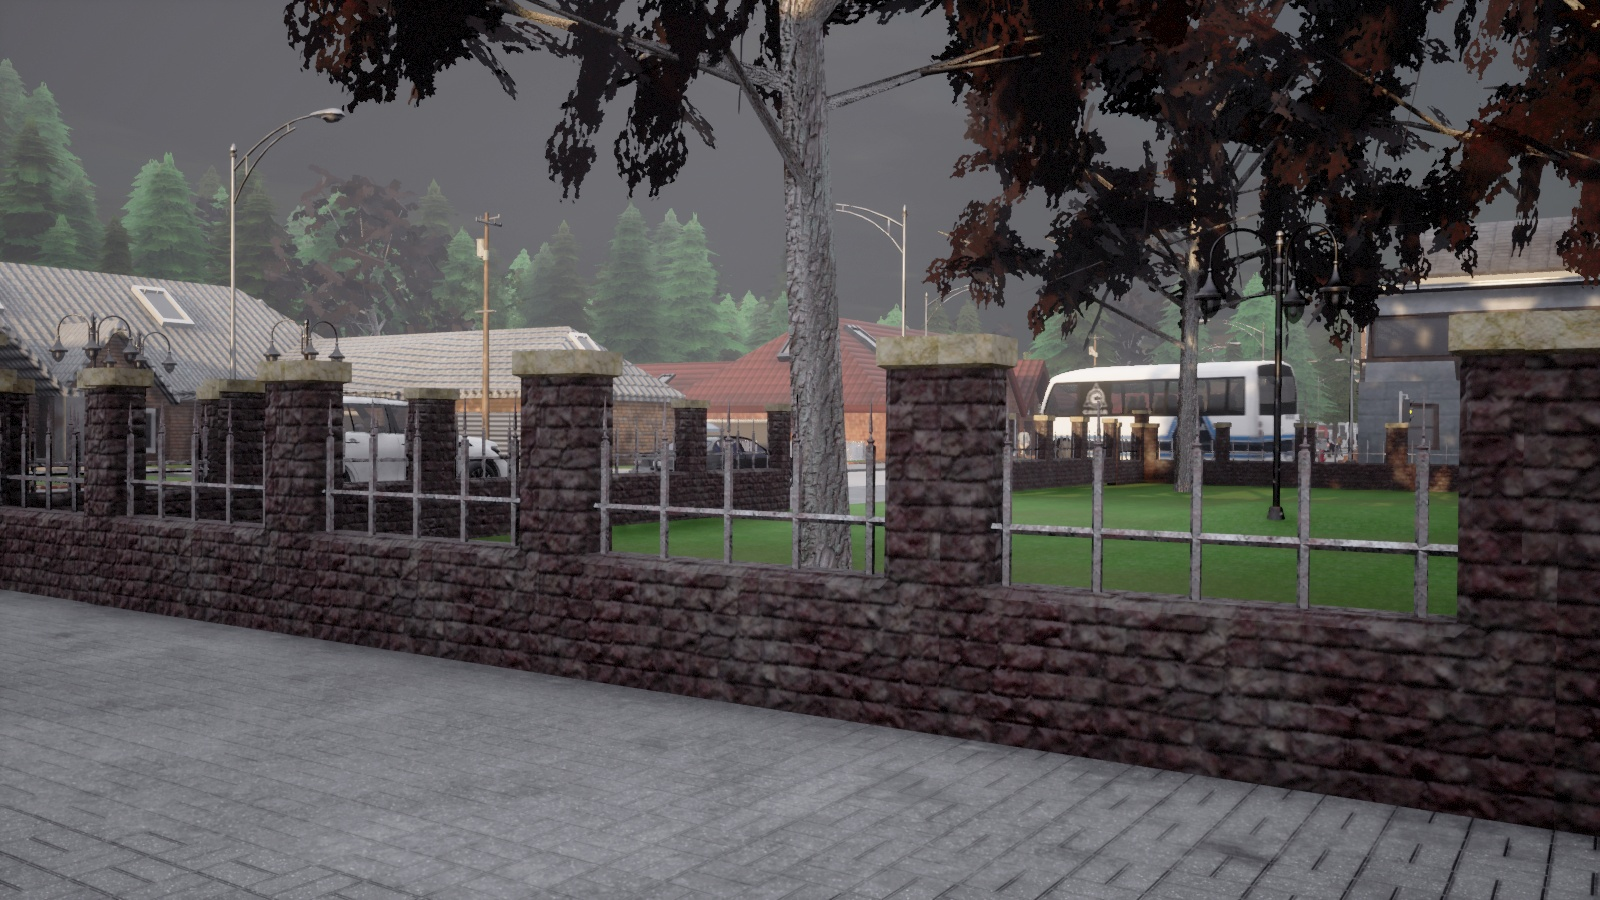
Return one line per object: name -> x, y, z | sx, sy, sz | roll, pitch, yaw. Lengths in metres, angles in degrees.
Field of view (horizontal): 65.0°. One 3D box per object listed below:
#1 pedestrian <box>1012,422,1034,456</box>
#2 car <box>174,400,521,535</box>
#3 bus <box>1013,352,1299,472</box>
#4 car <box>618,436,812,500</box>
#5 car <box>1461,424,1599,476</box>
pedestrian -> 12.344, -0.620, 69.506 | 0.874, 1.855, 0.900 | 0, 1, 33
car -> -7.683, 0.219, 22.017 | 2.150, 2.045, 5.566 | 0, 1, 32
bus -> 13.752, -1.446, 49.553 | 3.944, 4.253, 10.273 | -4, 3, -41
car -> -1.944, 0.375, 30.879 | 2.033, 1.411, 5.357 | 0, 1, 31
car -> 23.066, -0.023, 38.337 | 5.008, 1.535, 1.882 | 0, 1, 30
